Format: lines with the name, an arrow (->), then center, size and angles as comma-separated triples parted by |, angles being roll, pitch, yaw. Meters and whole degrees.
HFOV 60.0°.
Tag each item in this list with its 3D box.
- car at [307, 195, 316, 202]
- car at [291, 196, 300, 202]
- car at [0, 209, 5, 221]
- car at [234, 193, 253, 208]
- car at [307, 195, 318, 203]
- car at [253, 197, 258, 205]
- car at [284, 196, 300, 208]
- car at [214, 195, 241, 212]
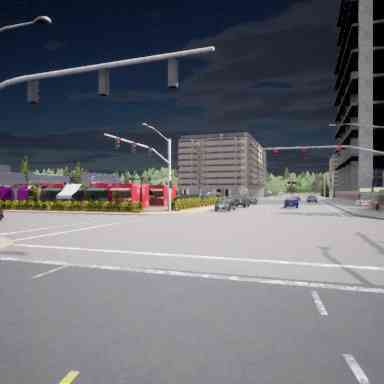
car -> 27.840, 1.524, 77.641 | 1.812, 1.442, 4.674 | 0, 0, 18
car -> 24.411, 1.553, 78.421 | 1.994, 1.385, 4.181 | 0, 0, 18
car -> -17.102, 1.533, 26.147 | 5.008, 1.535, 1.882 | 0, 0, 19
car -> 7.157, 1.221, 49.079 | 2.150, 2.045, 5.566 | 0, 0, 18
car -> 24.573, 1.541, 67.778 | 2.033, 1.411, 5.357 | 0, 0, 18
car -> 10.359, 1.564, 58.613 | 1.994, 1.385, 4.181 | 0, 0, 19
car -> 14.463, 1.477, 48.239 | 1.882, 1.535, 5.008 | 0, 0, 18
car -> 4.024, 1.491, 39.686 | 2.128, 1.511, 4.902 | 0, 0, 18
